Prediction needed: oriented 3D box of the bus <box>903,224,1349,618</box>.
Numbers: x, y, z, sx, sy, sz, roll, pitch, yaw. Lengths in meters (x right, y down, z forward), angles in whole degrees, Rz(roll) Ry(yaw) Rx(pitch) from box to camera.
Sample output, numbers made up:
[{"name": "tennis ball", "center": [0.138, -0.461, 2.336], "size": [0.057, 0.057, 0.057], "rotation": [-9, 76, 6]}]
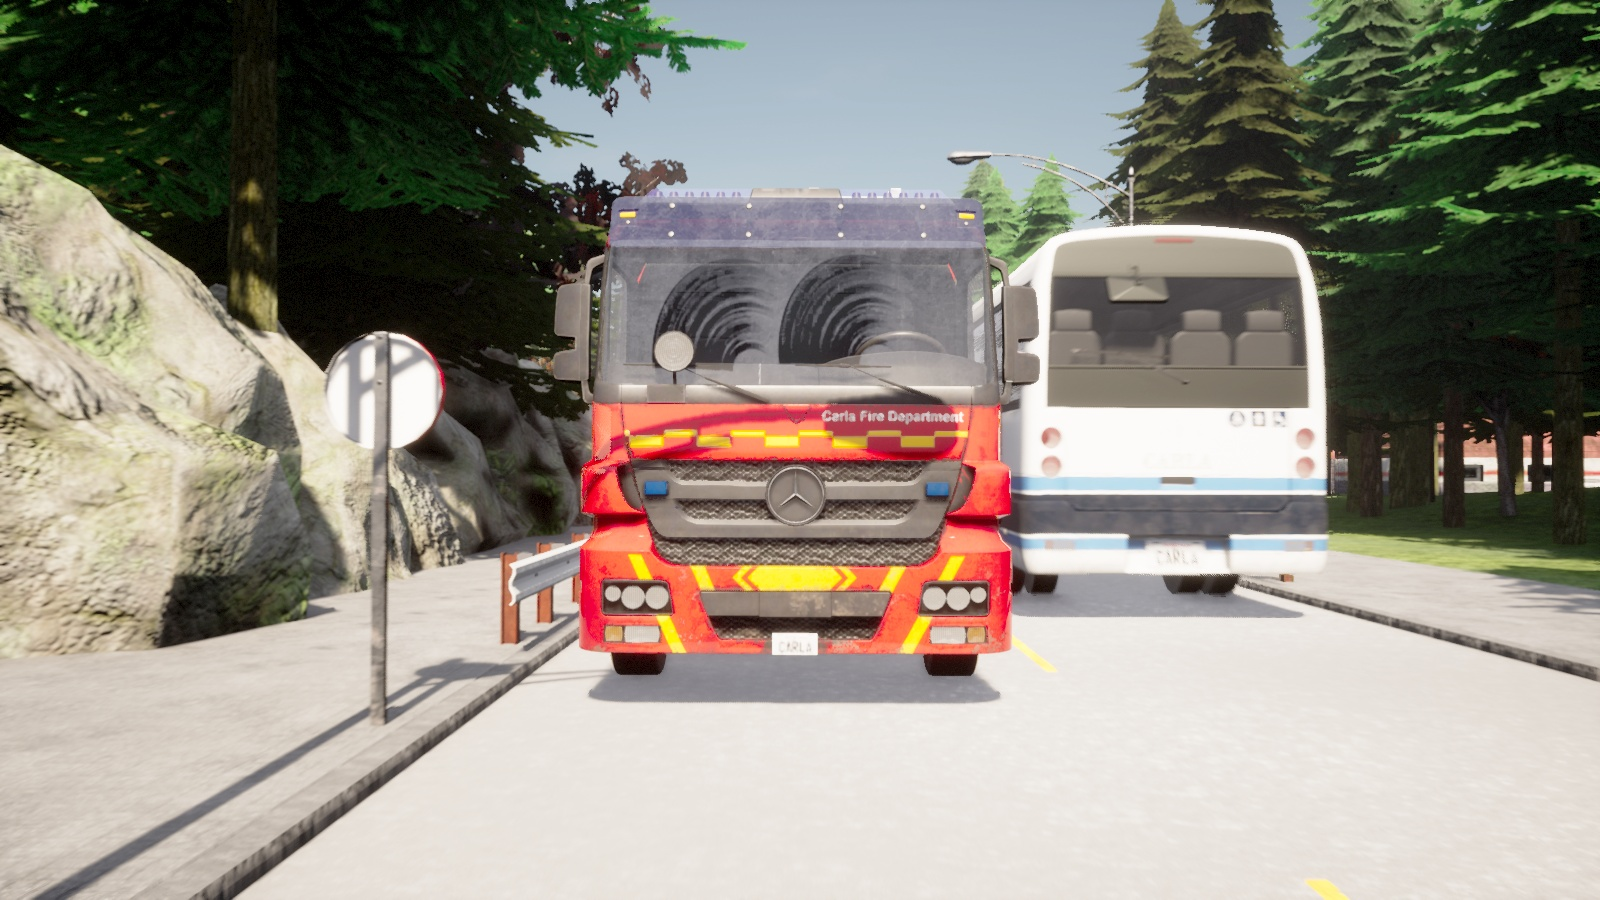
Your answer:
[{"name": "bus", "center": [3.948, -0.264, 18.740], "size": [3.944, 4.253, 10.273], "rotation": [0, -1, 0]}]

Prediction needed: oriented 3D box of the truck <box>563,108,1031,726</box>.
[{"name": "truck", "center": [-0.034, -0.149, 12.032], "size": [2.891, 3.827, 8.468], "rotation": [0, -1, 0]}]
